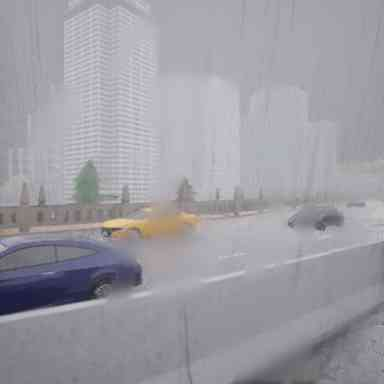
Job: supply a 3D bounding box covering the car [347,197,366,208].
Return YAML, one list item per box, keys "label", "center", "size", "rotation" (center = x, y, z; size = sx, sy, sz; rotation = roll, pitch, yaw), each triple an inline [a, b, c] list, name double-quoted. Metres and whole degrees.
- label: "car"
  center: [23.470, 1.532, 47.375]
  size: [1.837, 1.490, 4.892]
  rotation: [0, 0, 36]

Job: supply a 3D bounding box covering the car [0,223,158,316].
- label: "car"
  center: [-3.165, 1.553, 6.185]
  size: [4.674, 1.442, 1.812]
  rotation: [0, 0, -37]

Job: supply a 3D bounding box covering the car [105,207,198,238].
- label: "car"
  center: [-1.932, 1.524, 16.159]
  size: [5.008, 1.535, 1.882]
  rotation: [0, 0, -42]

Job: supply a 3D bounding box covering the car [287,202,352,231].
- label: "car"
  center: [7.963, 1.569, 20.916]
  size: [2.033, 1.411, 5.357]
  rotation: [0, 0, 42]
